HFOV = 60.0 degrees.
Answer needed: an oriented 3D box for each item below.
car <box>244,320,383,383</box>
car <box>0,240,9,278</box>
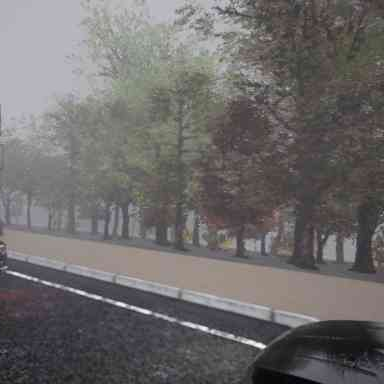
[{"bbox_3d":[2.625,1.512,1.809,4.892,1.490,1.837,0,0,36],"label":"car"},{"bbox_3d":[-6.516,1.429,8.332,4.902,1.511,2.128,0,0,35],"label":"car"}]
